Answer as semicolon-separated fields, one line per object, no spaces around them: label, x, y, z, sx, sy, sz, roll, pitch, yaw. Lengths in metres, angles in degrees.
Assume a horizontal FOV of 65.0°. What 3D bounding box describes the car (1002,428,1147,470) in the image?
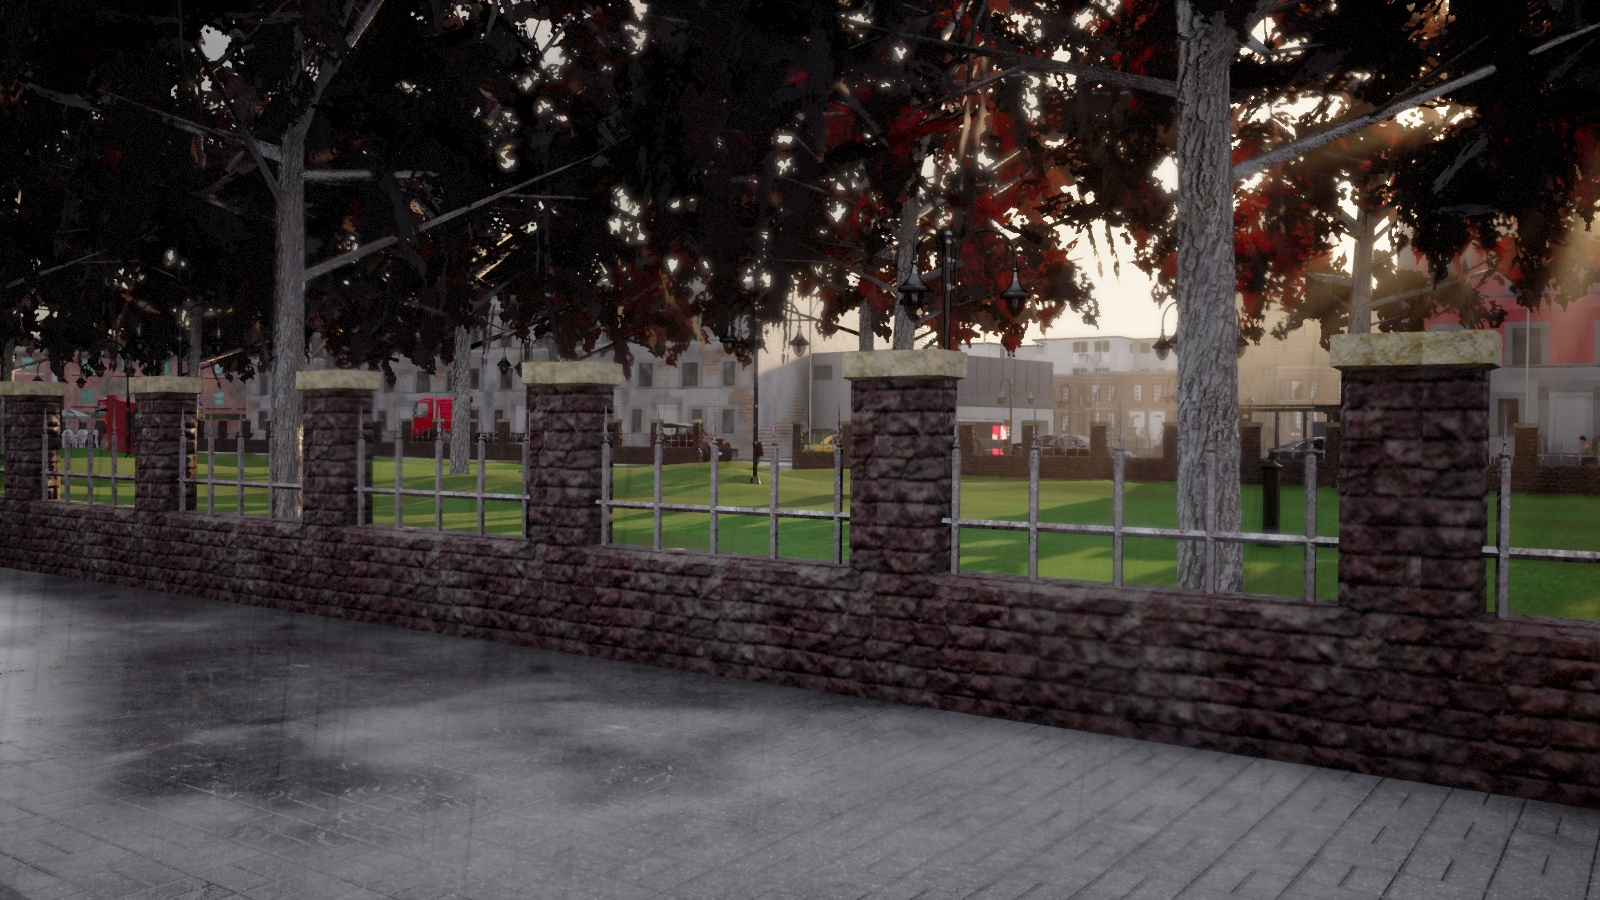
car;10.341;-0.054;47.469;4.902;1.511;2.128;0;1;35

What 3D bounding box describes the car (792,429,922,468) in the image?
car;2.360;-0.076;53.081;5.366;1.575;1.801;0;1;35

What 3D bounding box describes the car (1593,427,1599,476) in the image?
car;25.908;0.024;36.535;4.674;1.442;1.812;0;1;36

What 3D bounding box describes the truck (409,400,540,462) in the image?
truck;-18.963;-1.074;72.916;7.936;3.462;2.891;0;1;35

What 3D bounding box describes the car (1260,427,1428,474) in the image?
car;18.149;-0.001;41.978;4.892;1.490;1.837;0;1;35

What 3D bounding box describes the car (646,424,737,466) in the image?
car;-5.056;-0.223;58.291;3.866;1.878;1.905;0;1;35
